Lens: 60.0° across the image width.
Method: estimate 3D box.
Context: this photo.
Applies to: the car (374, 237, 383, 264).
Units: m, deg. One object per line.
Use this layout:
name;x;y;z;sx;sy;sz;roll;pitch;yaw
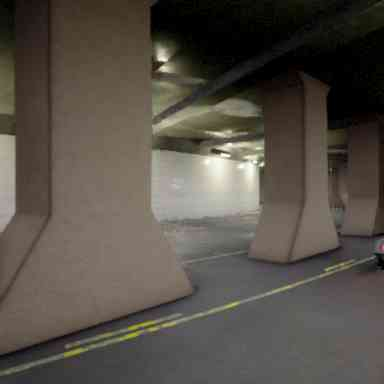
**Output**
car;7.437;1.572;10.360;4.718;1.301;1.895;0;0;-44
